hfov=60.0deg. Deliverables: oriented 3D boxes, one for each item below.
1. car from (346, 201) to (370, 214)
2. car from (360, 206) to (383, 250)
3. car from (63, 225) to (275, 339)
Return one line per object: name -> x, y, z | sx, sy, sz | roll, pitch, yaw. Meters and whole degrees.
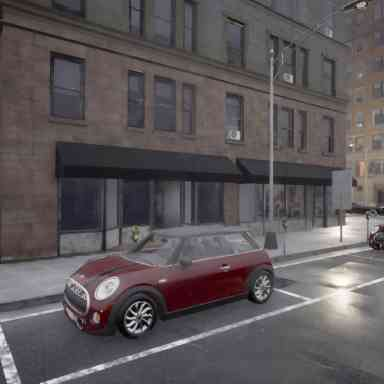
car -> 15.589, 1.531, 30.734 | 1.895, 1.301, 4.718 | 1, 0, -36
car -> 8.632, 1.445, 12.872 | 4.097, 1.590, 1.967 | 0, 0, -35
car -> -0.327, 1.441, 6.513 | 4.097, 1.590, 1.967 | 0, 0, -35
